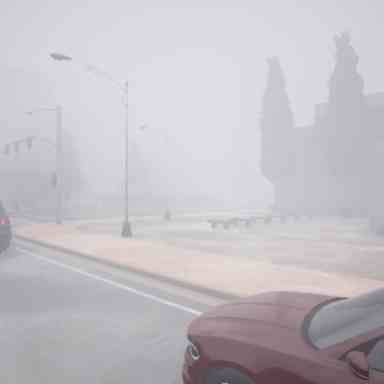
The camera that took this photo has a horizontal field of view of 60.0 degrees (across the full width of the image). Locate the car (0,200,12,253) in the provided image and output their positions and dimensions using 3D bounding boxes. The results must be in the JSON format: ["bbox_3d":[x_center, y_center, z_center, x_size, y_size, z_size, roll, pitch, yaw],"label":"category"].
[{"bbox_3d":[-8.822,1.231,12.823,5.566,2.045,2.150,0,0,44],"label":"car"}]

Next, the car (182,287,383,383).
[{"bbox_3d":[2.212,1.486,2.616,5.008,1.535,1.882,0,0,35],"label":"car"}]
